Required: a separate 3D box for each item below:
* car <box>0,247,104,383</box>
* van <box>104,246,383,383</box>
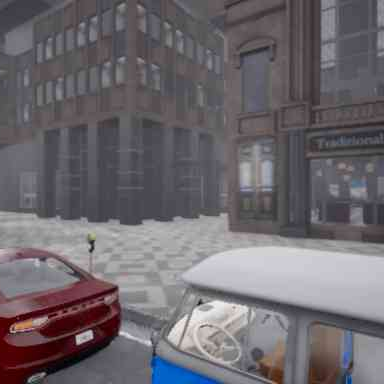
[{"bbox_3d":[-3.059,1.541,5.147,4.507,1.381,1.887,0,0,36],"label":"car"},{"bbox_3d":[1.515,1.341,1.883,3.998,1.788,1.690,0,0,36],"label":"van"}]
